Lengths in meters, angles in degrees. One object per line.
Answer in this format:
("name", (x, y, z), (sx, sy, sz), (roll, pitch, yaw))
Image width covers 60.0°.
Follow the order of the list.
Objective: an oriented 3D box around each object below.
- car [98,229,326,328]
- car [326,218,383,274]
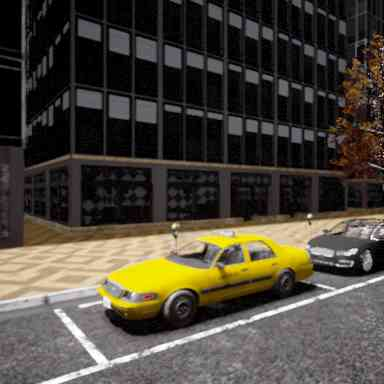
("car", (0.546, 1.513, 6.944), (4.829, 1.417, 1.752), (0, 0, -35))
("car", (5.321, 1.522, 10.348), (4.403, 1.369, 2.008), (0, 0, -35))
